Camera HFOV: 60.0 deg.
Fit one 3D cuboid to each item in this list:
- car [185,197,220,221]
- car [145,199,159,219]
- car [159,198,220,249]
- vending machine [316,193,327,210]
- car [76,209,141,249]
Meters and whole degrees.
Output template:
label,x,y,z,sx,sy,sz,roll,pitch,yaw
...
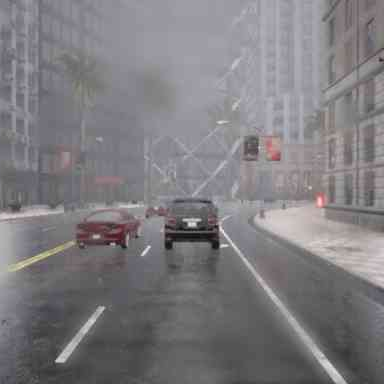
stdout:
label,x,y,z,sx,sy,sz,roll,pitch,yaw
car,0.998,1.366,28.377,2.097,1.767,4.553,0,0,13
car,-2.416,1.366,29.150,2.097,1.767,4.553,0,0,13
car,0.000,1.258,14.680,2.150,2.045,5.566,0,0,0
vending machine,16.401,1.194,42.160,1.100,2.100,0.880,0,0,45
car,-3.500,1.485,14.650,1.882,1.535,5.008,0,0,0
